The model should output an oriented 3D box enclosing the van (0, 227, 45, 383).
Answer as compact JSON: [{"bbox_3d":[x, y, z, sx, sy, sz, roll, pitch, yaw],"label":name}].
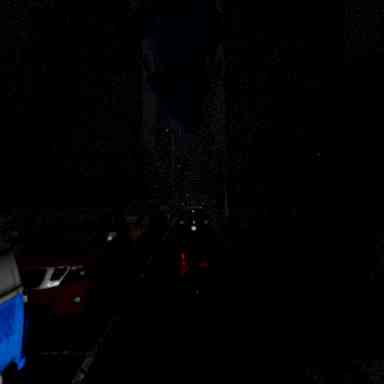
[{"bbox_3d":[-2.634,1.340,1.969,1.690,1.788,3.998,0,0,0],"label":"van"}]

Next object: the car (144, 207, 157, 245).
[{"bbox_3d":[-2.636,1.522,13.027,1.752,1.417,4.829,0,0,0],"label":"car"}]

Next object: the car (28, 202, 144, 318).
[{"bbox_3d":[-2.635,1.312,7.583,2.192,1.841,5.009,0,0,0],"label":"car"}]

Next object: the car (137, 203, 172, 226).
[{"bbox_3d":[-2.638,1.551,24.425,2.008,1.369,4.403,0,0,0],"label":"car"}]

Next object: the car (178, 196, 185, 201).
[{"bbox_3d":[-2.656,1.649,89.247,1.994,1.385,4.181,0,0,0],"label":"car"}]

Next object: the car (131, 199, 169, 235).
[{"bbox_3d":[-2.637,1.314,18.810,2.192,1.841,5.009,0,0,0],"label":"car"}]

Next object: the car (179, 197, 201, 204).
[{"bbox_3d":[0.087,1.480,30.580,1.882,1.535,5.008,0,0,0],"label":"car"}]

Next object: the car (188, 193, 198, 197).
[{"bbox_3d":[0.085,1.475,84.850,1.837,1.490,4.892,0,0,0],"label":"car"}]

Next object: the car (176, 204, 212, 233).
[{"bbox_3d":[0.097,1.599,19.407,1.895,1.301,4.718,0,0,0],"label":"car"}]
